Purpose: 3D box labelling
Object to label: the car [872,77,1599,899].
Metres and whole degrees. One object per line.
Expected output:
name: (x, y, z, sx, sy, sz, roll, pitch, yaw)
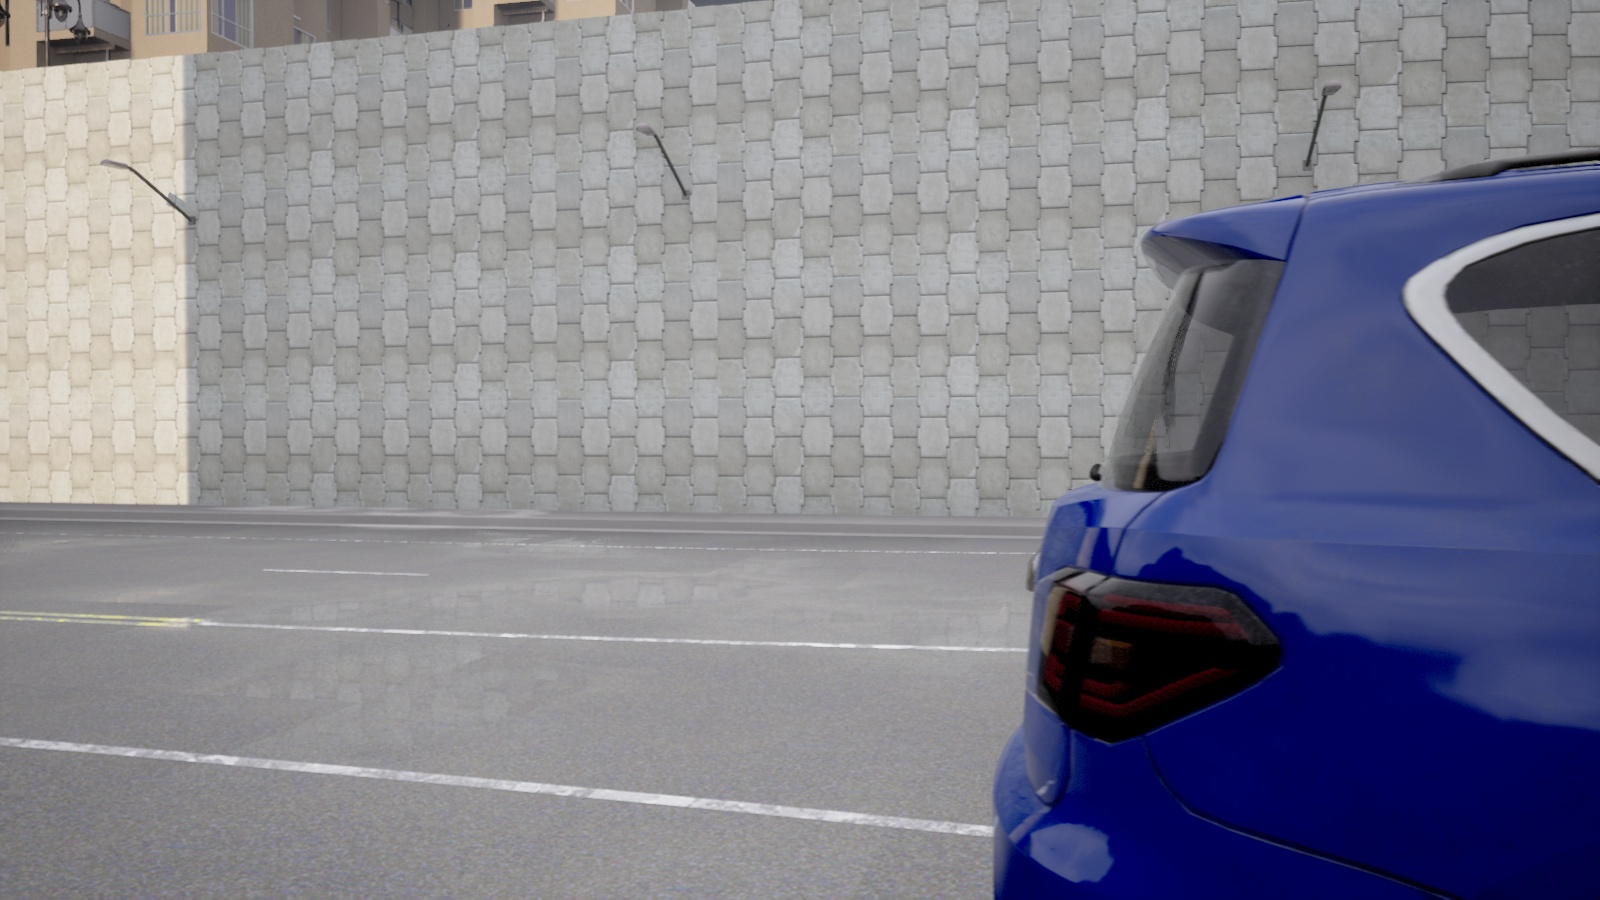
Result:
car: (3.100, 0.525, 2.132, 5.566, 2.045, 2.150, 1, 1, 19)
